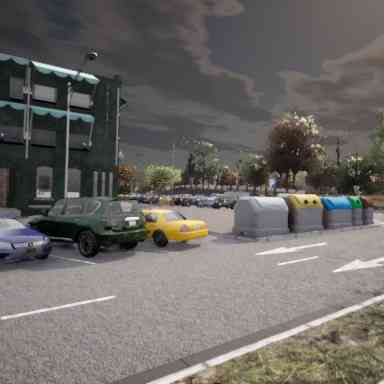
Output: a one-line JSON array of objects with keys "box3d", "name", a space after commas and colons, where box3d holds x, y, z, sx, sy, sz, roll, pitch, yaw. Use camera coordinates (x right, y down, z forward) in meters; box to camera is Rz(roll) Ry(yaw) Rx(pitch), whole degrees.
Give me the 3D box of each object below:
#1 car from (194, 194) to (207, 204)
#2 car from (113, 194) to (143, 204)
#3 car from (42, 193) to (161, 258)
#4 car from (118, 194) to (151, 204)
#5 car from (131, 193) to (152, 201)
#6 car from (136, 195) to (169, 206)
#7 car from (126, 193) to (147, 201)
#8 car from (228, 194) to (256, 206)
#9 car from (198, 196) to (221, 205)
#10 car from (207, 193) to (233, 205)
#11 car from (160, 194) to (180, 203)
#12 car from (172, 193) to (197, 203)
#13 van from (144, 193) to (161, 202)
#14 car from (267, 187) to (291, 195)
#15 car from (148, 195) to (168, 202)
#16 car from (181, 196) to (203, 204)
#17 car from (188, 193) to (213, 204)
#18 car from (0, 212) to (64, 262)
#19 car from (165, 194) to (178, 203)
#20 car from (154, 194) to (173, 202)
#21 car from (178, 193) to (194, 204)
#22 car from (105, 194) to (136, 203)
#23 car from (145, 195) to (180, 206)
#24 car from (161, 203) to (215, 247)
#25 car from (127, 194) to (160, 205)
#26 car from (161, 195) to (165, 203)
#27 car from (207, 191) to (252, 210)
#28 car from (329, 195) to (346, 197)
[{"box3d": [2.669, 1.187, 37.076, 2.002, 1.452, 4.674, 1, 0, 35], "name": "car"}, {"box3d": [-10.831, 1.152, 56.523, 2.097, 1.535, 5.008, 1, -1, 35], "name": "car"}, {"box3d": [-4.242, 1.208, 12.923, 5.566, 2.045, 2.435, -1, 0, 35], "name": "car"}, {"box3d": [-9.241, 1.146, 53.934, 1.946, 1.575, 5.366, 1, 0, 35], "name": "car"}, {"box3d": [-13.653, 1.425, 90.268, 2.435, 2.045, 5.566, 1, -2, 35], "name": "car"}, {"box3d": [-5.778, 1.180, 49.201, 2.163, 1.488, 4.792, 1, -1, 35], "name": "car"}, {"box3d": [-15.365, 1.427, 92.805, 2.435, 2.045, 5.566, 1, -2, 35], "name": "car"}, {"box3d": [8.747, 1.420, 57.998, 2.435, 2.045, 5.566, 1, -2, 35], "name": "car"}, {"box3d": [3.564, 1.675, 65.464, 2.231, 1.521, 4.892, 1, -2, 35], "name": "car"}, {"box3d": [5.332, 1.424, 63.013, 2.435, 2.045, 5.566, 1, -2, 35], "name": "car"}, {"box3d": [-5.054, 1.550, 77.857, 2.185, 1.767, 4.553, 1, -2, 35], "name": "car"}, {"box3d": [-1.566, 1.426, 72.943, 2.435, 2.045, 5.566, 1, -2, 35], "name": "car"}, {"box3d": [-10.137, 1.457, 85.427, 1.878, 1.987, 4.442, 1, -2, 35], "name": "van"}, {"box3d": [15.714, -0.107, 60.196, 1.837, 1.490, 4.892, 2, 1, -34], "name": "car"}, {"box3d": [-8.478, 1.679, 82.844, 2.231, 1.521, 4.892, 1, -2, 35], "name": "car"}, {"box3d": [0.028, 1.665, 70.276, 1.946, 1.575, 5.366, 1, -2, 35], "name": "car"}, {"box3d": [1.843, 1.423, 67.929, 2.435, 2.045, 5.566, 1, -2, 35], "name": "car"}, {"box3d": [-6.675, 1.505, 11.167, 4.674, 1.452, 2.002, -1, -1, 35], "name": "car"}, {"box3d": [-0.723, 1.023, 41.913, 2.185, 1.767, 4.553, 0, -1, 35], "name": "car"}, {"box3d": [-6.788, 1.551, 80.341, 2.185, 1.767, 4.553, 1, -2, 35], "name": "car"}, {"box3d": [0.979, 1.149, 39.503, 2.231, 1.521, 4.892, 0, -1, 35], "name": "car"}, {"box3d": [-12.615, 1.147, 58.795, 1.946, 1.575, 5.366, 1, 0, 35], "name": "car"}, {"box3d": [-4.077, 1.151, 46.792, 2.231, 1.521, 4.892, 0, -1, 35], "name": "car"}, {"box3d": [-1.901, 1.445, 14.764, 5.366, 1.575, 1.946, -1, 0, 35], "name": "car"}, {"box3d": [-7.447, 1.151, 51.654, 2.097, 1.535, 5.008, 0, -1, 35], "name": "car"}, {"box3d": [-2.292, 1.149, 44.522, 1.946, 1.575, 5.366, 0, -1, 35], "name": "car"}, {"box3d": [4.352, 0.895, 34.621, 2.435, 2.045, 5.566, 1, -1, 35], "name": "car"}, {"box3d": [19.111, 1.418, 43.156, 2.435, 2.045, 5.566, 1, -2, 35], "name": "car"}]
